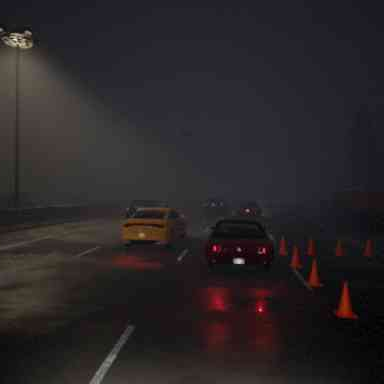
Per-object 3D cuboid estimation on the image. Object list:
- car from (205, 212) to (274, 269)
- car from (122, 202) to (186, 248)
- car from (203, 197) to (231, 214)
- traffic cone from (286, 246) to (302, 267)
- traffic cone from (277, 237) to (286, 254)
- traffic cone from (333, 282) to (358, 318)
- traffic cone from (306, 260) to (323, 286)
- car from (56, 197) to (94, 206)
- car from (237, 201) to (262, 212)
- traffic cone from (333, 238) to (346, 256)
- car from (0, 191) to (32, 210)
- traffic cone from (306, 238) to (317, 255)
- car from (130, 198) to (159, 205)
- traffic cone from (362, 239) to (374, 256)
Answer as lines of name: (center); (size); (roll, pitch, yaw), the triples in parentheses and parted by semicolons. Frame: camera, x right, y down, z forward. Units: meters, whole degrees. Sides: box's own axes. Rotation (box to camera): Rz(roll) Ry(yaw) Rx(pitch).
car: (1.553, 1.577, 11.189); (1.895, 1.301, 4.718); (1, 0, 7)
car: (-1.485, 1.416, 14.599); (1.882, 1.535, 5.008); (0, 0, 8)
car: (2.594, 1.264, 33.502); (2.097, 1.767, 4.553); (1, 0, 15)
traffic cone: (3.148, 1.949, 10.107); (0.340, 0.580, 0.340); (1, 0, 5)
traffic cone: (3.310, 1.944, 12.100); (0.340, 0.580, 0.340); (1, 0, 5)
traffic cone: (2.824, 1.960, 6.120); (0.340, 0.580, 0.340); (1, 0, 5)
traffic cone: (2.986, 1.954, 8.114); (0.340, 0.580, 0.340); (1, 0, 5)
car: (-11.941, 1.273, 34.102); (2.128, 1.511, 4.902); (1, 0, 15)
car: (5.082, 1.511, 29.312); (1.994, 1.385, 4.181); (1, 0, 14)
traffic cone: (5.303, 1.962, 11.939); (0.340, 0.580, 0.340); (1, 0, 5)
car: (-16.709, 0.977, 29.424); (2.150, 2.045, 5.566); (0, 0, 13)
traffic cone: (4.307, 1.953, 12.020); (0.340, 0.580, 0.340); (1, 0, 5)
car: (-3.208, 1.242, 24.633); (2.097, 1.767, 4.553); (1, 0, 11)
traffic cone: (6.300, 1.971, 11.858); (0.340, 0.580, 0.340); (1, 0, 5)
